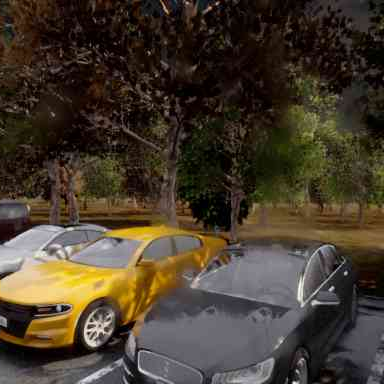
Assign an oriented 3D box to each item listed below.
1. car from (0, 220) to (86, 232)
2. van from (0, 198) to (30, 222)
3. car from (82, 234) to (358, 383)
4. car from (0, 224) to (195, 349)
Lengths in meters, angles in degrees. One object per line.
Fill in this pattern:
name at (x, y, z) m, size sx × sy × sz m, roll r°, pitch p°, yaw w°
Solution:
car at (-3.380, 1.522, 8.164) m, size 2.002 × 1.452 × 4.674 m, roll 0°, pitch 0°, yaw 35°
van at (-7.987, 1.256, 11.295) m, size 1.878 × 1.987 × 4.442 m, roll 0°, pitch 0°, yaw 35°
car at (1.162, 1.482, 4.938) m, size 2.231 × 1.521 × 4.892 m, roll 0°, pitch 0°, yaw 35°
car at (-1.108, 1.481, 6.551) m, size 2.097 × 1.535 × 5.008 m, roll 0°, pitch 0°, yaw 35°
